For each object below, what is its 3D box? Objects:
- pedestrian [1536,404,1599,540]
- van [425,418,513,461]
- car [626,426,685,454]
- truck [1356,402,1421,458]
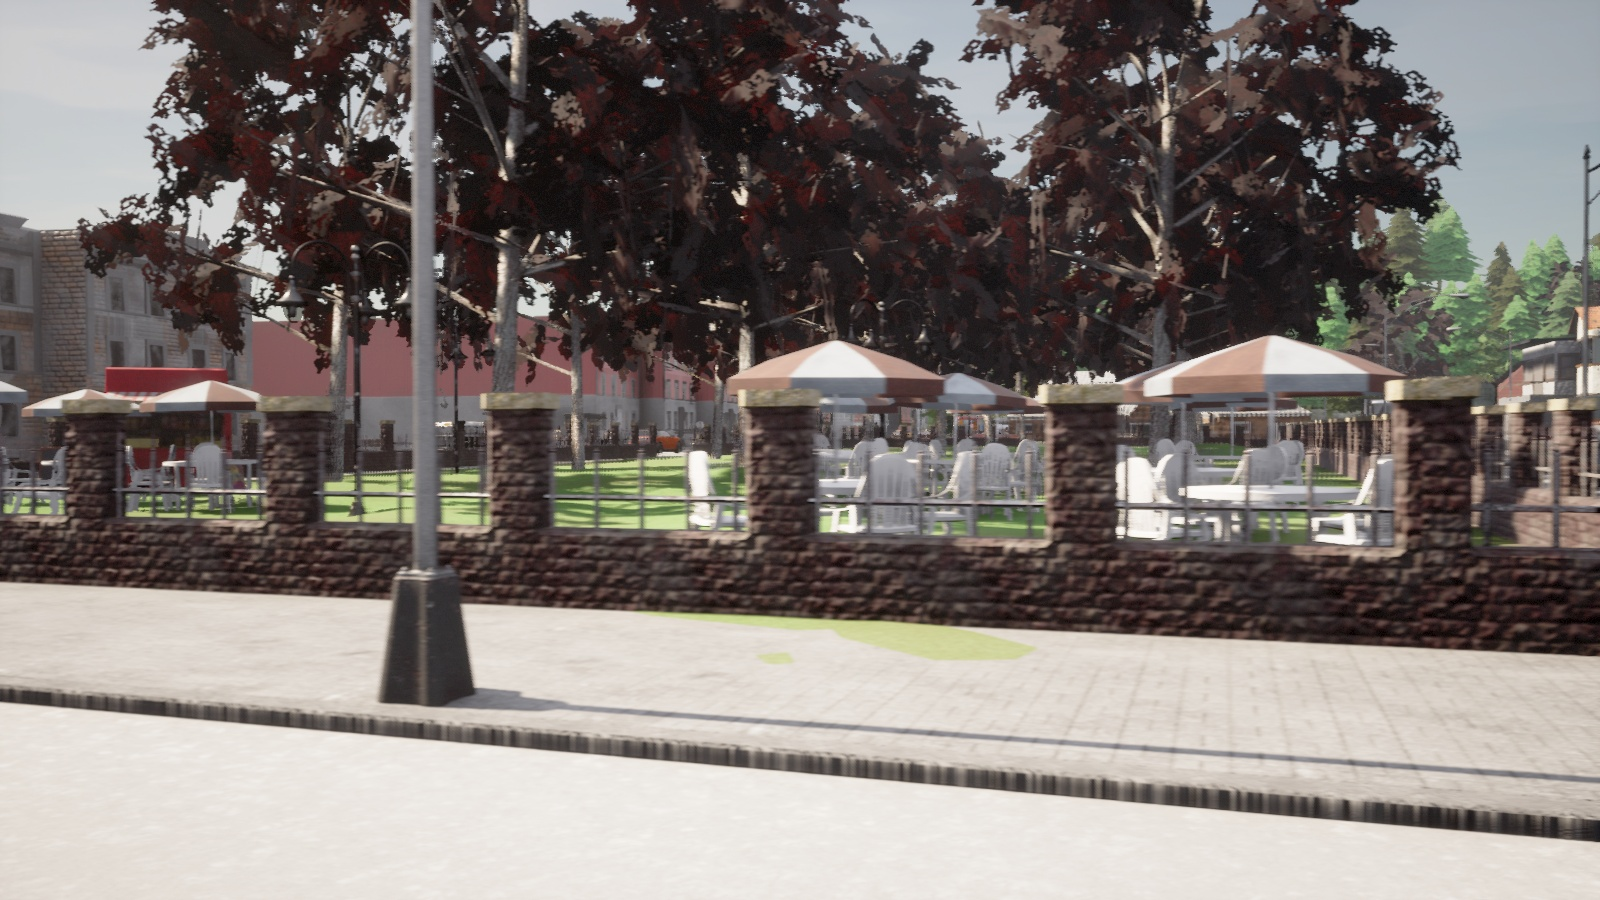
[{"bbox_3d":[10.941,0.296,17.623,0.874,1.855,0.900,1,1,18],"label":"pedestrian"},{"bbox_3d":[-16.264,-0.511,61.903,2.069,2.038,4.480,1,1,19],"label":"van"},{"bbox_3d":[-9.422,-0.673,82.217,2.097,1.767,4.553,1,1,19],"label":"car"},{"bbox_3d":[38.335,-1.324,82.044,2.891,3.462,7.936,1,1,18],"label":"truck"}]
